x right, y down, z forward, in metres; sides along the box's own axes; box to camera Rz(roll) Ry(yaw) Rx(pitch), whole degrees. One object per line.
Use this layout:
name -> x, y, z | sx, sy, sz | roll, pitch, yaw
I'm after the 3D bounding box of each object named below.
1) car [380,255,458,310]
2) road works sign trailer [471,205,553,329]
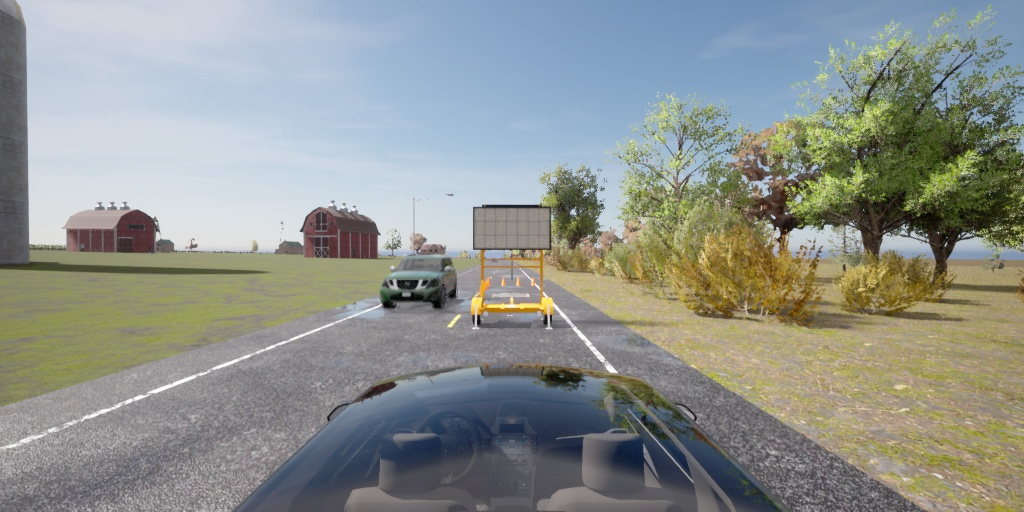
car -> -3.641, 0.969, 15.086 | 2.150, 2.045, 5.566 | 0, 0, 0
road works sign trailer -> -0.001, 0.212, 11.169 | 2.380, 3.560, 2.880 | 0, 0, -1
